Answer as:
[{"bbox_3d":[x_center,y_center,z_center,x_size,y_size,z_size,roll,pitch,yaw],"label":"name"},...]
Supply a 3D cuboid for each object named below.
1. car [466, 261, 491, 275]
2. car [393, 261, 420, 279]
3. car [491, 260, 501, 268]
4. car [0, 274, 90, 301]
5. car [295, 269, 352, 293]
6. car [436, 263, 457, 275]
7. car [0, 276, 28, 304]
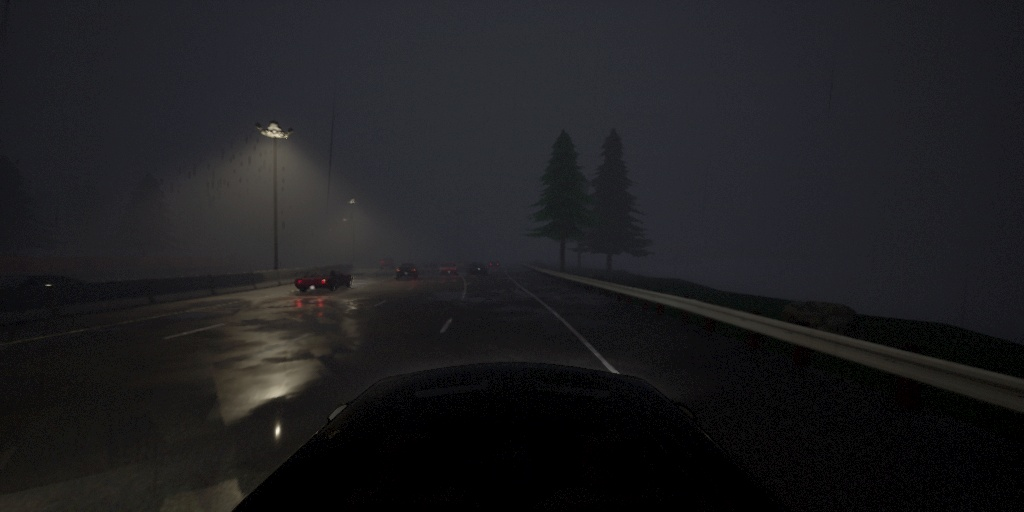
[{"bbox_3d":[-4.014,1.389,40.348,1.994,1.385,4.181,0,0,-13],"label":"car"},{"bbox_3d":[-9.973,1.413,34.400,1.812,1.442,4.674,0,0,-12],"label":"car"},{"bbox_3d":[-3.079,1.434,65.007,1.895,1.301,4.718,-1,0,2],"label":"car"},{"bbox_3d":[-21.576,1.544,15.925,1.812,1.442,4.674,-1,0,-5],"label":"car"},{"bbox_3d":[-11.597,1.497,22.482,1.895,1.301,4.718,-1,0,-8],"label":"car"},{"bbox_3d":[-7.505,1.466,41.659,1.895,1.301,4.718,-1,0,-14],"label":"car"},{"bbox_3d":[-25.059,1.650,15.590,1.895,1.301,4.718,-1,0,-5],"label":"car"}]
